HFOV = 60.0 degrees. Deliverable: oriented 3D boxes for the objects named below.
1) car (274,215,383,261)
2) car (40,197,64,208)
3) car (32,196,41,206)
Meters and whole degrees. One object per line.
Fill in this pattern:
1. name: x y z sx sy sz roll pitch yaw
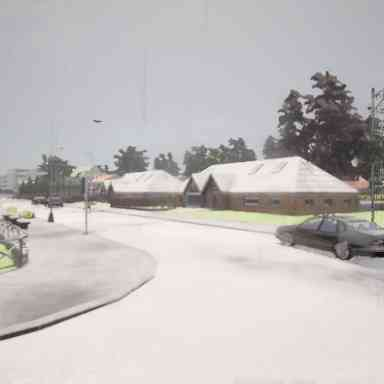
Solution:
1. car: 5.339 1.585 12.574 2.033 1.411 5.357 0 0 -20
2. car: -20.429 1.529 49.181 2.128 1.511 4.902 0 0 -35
3. car: -26.326 1.542 57.445 1.837 1.490 4.892 0 0 -36
